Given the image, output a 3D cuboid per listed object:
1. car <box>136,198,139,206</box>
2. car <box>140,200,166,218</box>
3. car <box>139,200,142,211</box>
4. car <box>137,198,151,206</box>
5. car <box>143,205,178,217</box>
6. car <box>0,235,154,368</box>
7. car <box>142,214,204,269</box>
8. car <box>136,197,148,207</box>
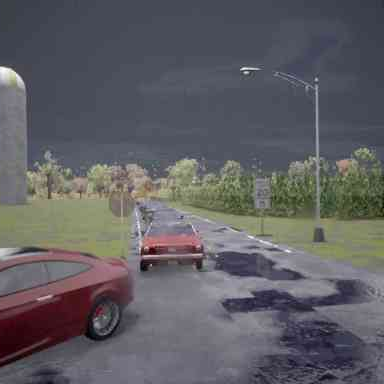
[{"bbox_3d":[-5.772,1.684,42.373,2.128,1.511,4.902,-1,0,-11],"label":"car"},{"bbox_3d":[-2.376,1.601,23.452,2.128,1.511,4.902,-1,0,-10],"label":"car"},{"bbox_3d":[-3.502,1.702,29.871,1.994,1.385,4.181,-1,0,-10],"label":"car"},{"bbox_3d":[-4.551,1.711,35.734,2.033,1.411,5.357,-1,0,-10],"label":"car"},{"bbox_3d":[-1.413,1.650,17.817,1.994,1.385,4.181,-1,0,-10],"label":"car"},{"bbox_3d":[-2.783,1.549,4.561,1.812,1.442,4.674,0,-1,33],"label":"car"},{"bbox_3d":[-0.709,1.664,11.370,1.895,1.301,4.718,-1,0,-5],"label":"car"},{"bbox_3d":[-9.180,1.753,60.464,1.882,1.535,5.008,-1,0,-11],"label":"car"}]
